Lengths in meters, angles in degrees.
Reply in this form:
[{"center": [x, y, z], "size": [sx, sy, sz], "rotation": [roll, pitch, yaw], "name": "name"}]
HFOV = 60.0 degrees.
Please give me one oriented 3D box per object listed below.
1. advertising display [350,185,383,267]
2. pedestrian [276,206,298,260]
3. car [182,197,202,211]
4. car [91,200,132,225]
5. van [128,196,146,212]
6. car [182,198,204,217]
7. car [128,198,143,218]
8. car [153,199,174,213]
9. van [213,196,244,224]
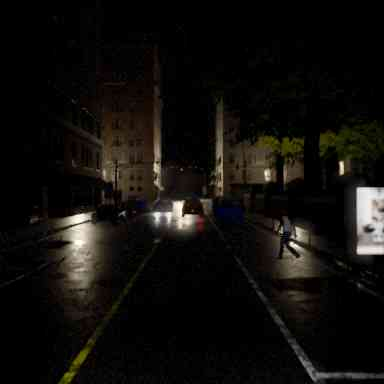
[{"center": [5.631, 1.009, 10.086], "size": [1.540, 2.440, 0.280], "rotation": [0, 0, 0], "name": "advertising display"}, {"center": [3.103, 1.275, 10.874], "size": [0.375, 1.860, 0.375], "rotation": [0, 0, -10], "name": "pedestrian"}, {"center": [0.001, 1.404, 39.595], "size": [2.128, 1.511, 4.902], "rotation": [0, 0, 0], "name": "car"}, {"center": [-5.854, 1.520, 23.932], "size": [1.947, 1.339, 4.313], "rotation": [0, 0, 0], "name": "car"}, {"center": [-5.852, 1.266, 35.251], "size": [1.690, 1.788, 3.998], "rotation": [0, 0, 0], "name": "van"}, {"center": [0.080, 1.416, 30.177], "size": [1.882, 1.535, 5.008], "rotation": [0, 0, 1], "name": "car"}, {"center": [-5.853, 1.485, 29.591], "size": [1.887, 1.381, 4.507], "rotation": [0, 0, 0], "name": "car"}, {"center": [-3.022, 1.487, 36.121], "size": [1.994, 1.385, 4.181], "rotation": [0, 0, 1], "name": "car"}, {"center": [2.672, 1.295, 23.942], "size": [1.690, 1.788, 3.998], "rotation": [0, 0, 0], "name": "van"}]
